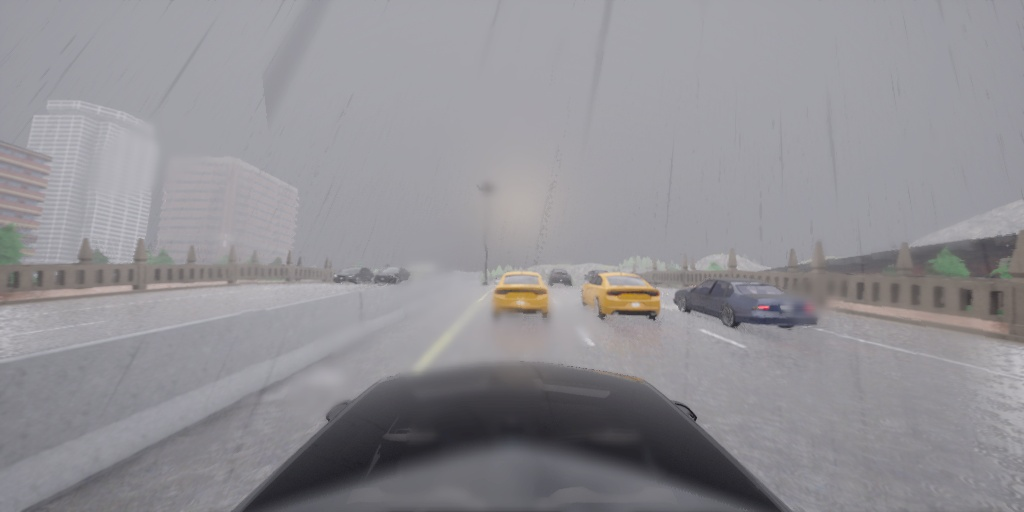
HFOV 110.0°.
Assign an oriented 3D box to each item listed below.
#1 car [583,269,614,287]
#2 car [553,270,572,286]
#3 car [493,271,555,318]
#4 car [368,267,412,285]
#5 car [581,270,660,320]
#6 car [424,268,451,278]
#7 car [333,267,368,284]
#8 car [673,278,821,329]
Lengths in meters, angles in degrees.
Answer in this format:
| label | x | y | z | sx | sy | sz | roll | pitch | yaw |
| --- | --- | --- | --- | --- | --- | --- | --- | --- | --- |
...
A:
| label | x | y | z | sx | sy | sz | roll | pitch | yaw |
| --- | --- | --- | --- | --- | --- | --- | --- | --- | --- |
| car | 7.881 | 2.082 | 33.231 | 1.837 | 1.490 | 4.892 | 1 | -4 | 2 |
| car | 4.383 | 2.047 | 33.349 | 1.837 | 1.490 | 4.892 | 1 | -4 | 2 |
| car | 0.364 | 1.324 | 13.555 | 1.882 | 1.535 | 5.008 | 1 | 0 | 2 |
| car | -9.886 | 1.639 | 30.088 | 1.882 | 1.535 | 5.008 | 1 | -3 | 2 |
| car | 3.863 | 1.360 | 13.473 | 1.882 | 1.535 | 5.008 | 1 | 0 | 2 |
| car | -6.338 | 1.803 | 31.691 | 1.837 | 1.490 | 4.892 | 1 | -4 | 2 |
| car | -13.370 | 1.656 | 30.698 | 1.837 | 1.490 | 4.892 | 1 | -3 | 2 |
| car | 7.323 | 1.455 | 11.960 | 2.033 | 1.411 | 5.357 | 1 | 0 | 2 |
